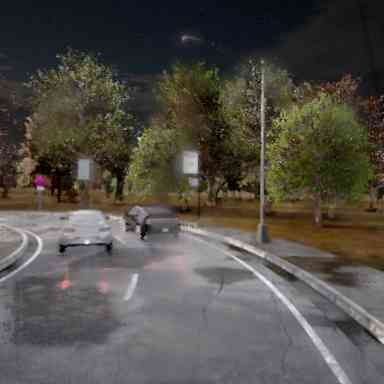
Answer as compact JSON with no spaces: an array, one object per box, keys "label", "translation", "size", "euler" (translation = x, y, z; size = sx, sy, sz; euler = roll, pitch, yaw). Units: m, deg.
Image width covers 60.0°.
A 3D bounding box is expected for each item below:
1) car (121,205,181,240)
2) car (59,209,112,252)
[{"label":"car","translation":[-2.144,1.387,16.366],"size":[2.128,1.511,4.902],"euler":[0,0,-25]},{"label":"car","translation":[-4.301,1.426,13.424],"size":[1.812,1.442,4.674],"euler":[1,0,-19]}]
